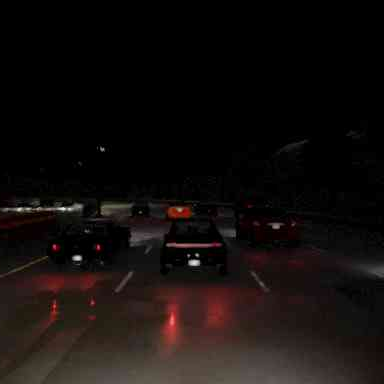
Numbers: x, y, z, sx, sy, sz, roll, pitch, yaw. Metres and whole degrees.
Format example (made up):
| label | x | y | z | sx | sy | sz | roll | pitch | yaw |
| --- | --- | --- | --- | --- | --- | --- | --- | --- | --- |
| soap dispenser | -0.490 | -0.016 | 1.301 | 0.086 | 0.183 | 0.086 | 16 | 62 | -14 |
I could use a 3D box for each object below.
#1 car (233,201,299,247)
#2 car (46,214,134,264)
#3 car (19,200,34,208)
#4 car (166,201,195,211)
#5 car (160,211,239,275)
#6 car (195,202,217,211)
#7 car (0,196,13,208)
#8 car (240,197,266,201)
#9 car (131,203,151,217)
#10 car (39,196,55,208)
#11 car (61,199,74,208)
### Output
| label | x | y | z | sx | sy | sz | roll | pitch | yaw |
| --- | --- | --- | --- | --- | --- | --- | --- | --- | --- |
| car | 3.396 | 1.490 | 15.863 | 2.097 | 1.767 | 4.553 | 0 | -1 | -2 |
| car | -3.482 | 1.710 | 12.213 | 1.895 | 1.301 | 4.718 | 0 | 0 | -1 |
| car | -29.585 | 2.104 | 59.419 | 1.895 | 1.301 | 4.718 | 0 | -1 | -19 |
| car | -1.317 | 1.623 | 30.798 | 2.097 | 1.767 | 4.553 | 0 | -1 | -7 |
| car | 0.024 | 1.589 | 10.817 | 2.128 | 1.511 | 4.902 | 0 | 0 | -1 |
| car | 1.401 | 1.801 | 36.847 | 1.882 | 1.535 | 5.008 | 0 | 0 | -9 |
| car | -32.940 | 1.714 | 58.412 | 2.150 | 2.045 | 5.566 | 0 | -1 | -19 |
| car | 5.636 | 1.504 | 32.146 | 2.150 | 2.045 | 5.566 | 0 | 0 | -7 |
| car | -5.430 | 1.837 | 35.177 | 1.812 | 1.442 | 4.674 | 0 | 0 | -9 |
| car | -26.009 | 1.745 | 59.769 | 2.150 | 2.045 | 5.566 | 0 | -1 | -18 |
| car | -22.421 | 2.020 | 60.064 | 2.128 | 1.511 | 4.902 | 0 | 0 | -18 |
